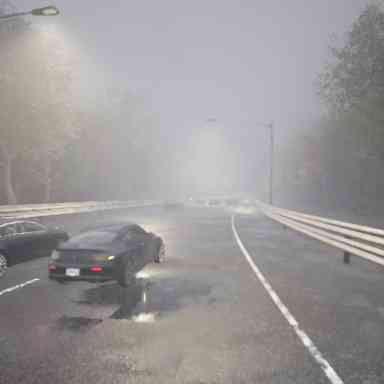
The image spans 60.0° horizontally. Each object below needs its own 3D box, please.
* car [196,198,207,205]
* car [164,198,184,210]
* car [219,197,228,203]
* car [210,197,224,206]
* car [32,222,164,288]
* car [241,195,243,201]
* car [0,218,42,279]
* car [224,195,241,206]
[{"bbox_3d":[2.134,2.067,73.024,1.895,1.301,4.718,0,0,10],"label":"car"},{"bbox_3d":[-2.516,1.638,47.102,2.097,1.767,4.553,0,0,10],"label":"car"},{"bbox_3d":[8.412,2.144,88.192,2.033,1.411,5.357,0,0,10],"label":"car"},{"bbox_3d":[4.830,1.949,68.229,1.882,1.535,5.008,0,0,10],"label":"car"},{"bbox_3d":[-2.165,1.584,9.457,1.812,1.442,4.674,0,0,10],"label":"car"},{"bbox_3d":[11.189,2.108,83.850,1.837,1.490,4.892,0,0,10],"label":"car"},{"bbox_3d":[-5.601,1.525,10.077,2.128,1.511,4.902,1,0,10],"label":"car"},{"bbox_3d":[8.303,1.852,67.754,2.097,1.767,4.553,0,0,10],"label":"car"}]
